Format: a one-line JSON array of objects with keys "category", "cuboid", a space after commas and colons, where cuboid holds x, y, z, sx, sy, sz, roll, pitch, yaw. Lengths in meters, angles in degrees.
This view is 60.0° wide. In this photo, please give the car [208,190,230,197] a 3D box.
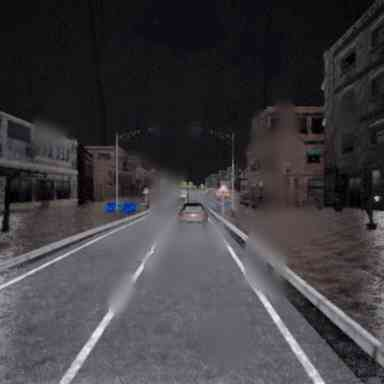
[{"category": "car", "cuboid": [8.012, 0.850, 93.936, 5.366, 1.575, 1.946, 0, 2, -1]}]

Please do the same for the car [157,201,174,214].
[{"category": "car", "cuboid": [-3.005, 1.779, 39.020, 1.882, 1.535, 5.008, 0, 0, 0]}]

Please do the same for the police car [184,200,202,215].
[{"category": "police car", "cuboid": [0.094, 1.770, 39.263, 2.038, 1.542, 4.974, 0, 0, 0]}]

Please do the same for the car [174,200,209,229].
[{"category": "car", "cuboid": [0.097, 1.494, 22.256, 2.033, 1.649, 4.856, 0, -1, 0]}]
